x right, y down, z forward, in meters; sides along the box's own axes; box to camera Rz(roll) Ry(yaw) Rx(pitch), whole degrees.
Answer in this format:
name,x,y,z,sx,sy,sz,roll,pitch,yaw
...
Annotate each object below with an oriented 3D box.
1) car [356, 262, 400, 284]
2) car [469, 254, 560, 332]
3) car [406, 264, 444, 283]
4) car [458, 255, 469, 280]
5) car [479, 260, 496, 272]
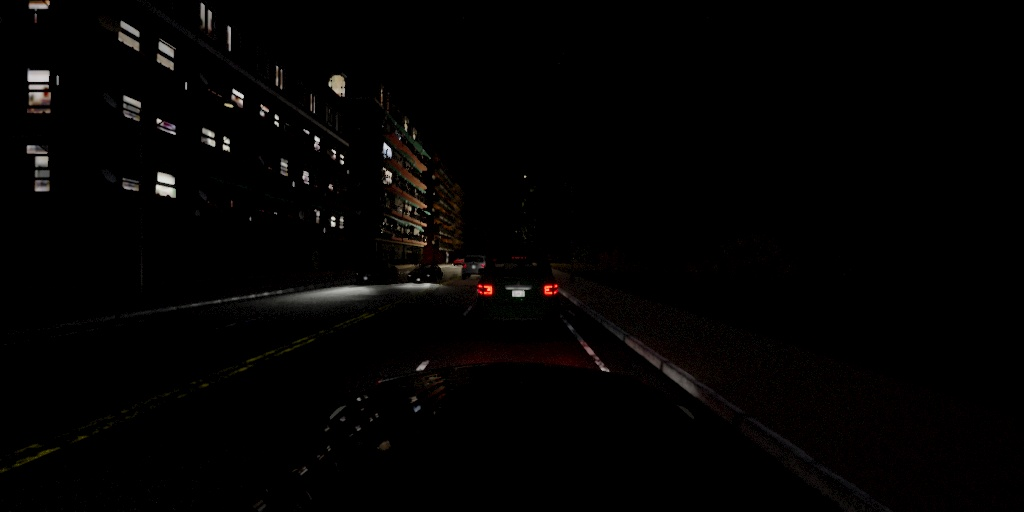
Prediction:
name,x,y,z,sx,sy,sz,roll,pitch,yaw
car,-9.823,1.234,26.511,2.128,1.511,4.902,0,0,0
car,0.115,0.969,11.040,2.150,2.045,5.566,0,0,-1
car,-6.570,1.290,27.842,2.033,1.411,5.357,0,0,0
car,-3.112,0.961,31.816,2.150,2.045,5.566,0,0,0
car,-3.098,1.260,46.075,1.812,1.442,4.674,0,0,0
